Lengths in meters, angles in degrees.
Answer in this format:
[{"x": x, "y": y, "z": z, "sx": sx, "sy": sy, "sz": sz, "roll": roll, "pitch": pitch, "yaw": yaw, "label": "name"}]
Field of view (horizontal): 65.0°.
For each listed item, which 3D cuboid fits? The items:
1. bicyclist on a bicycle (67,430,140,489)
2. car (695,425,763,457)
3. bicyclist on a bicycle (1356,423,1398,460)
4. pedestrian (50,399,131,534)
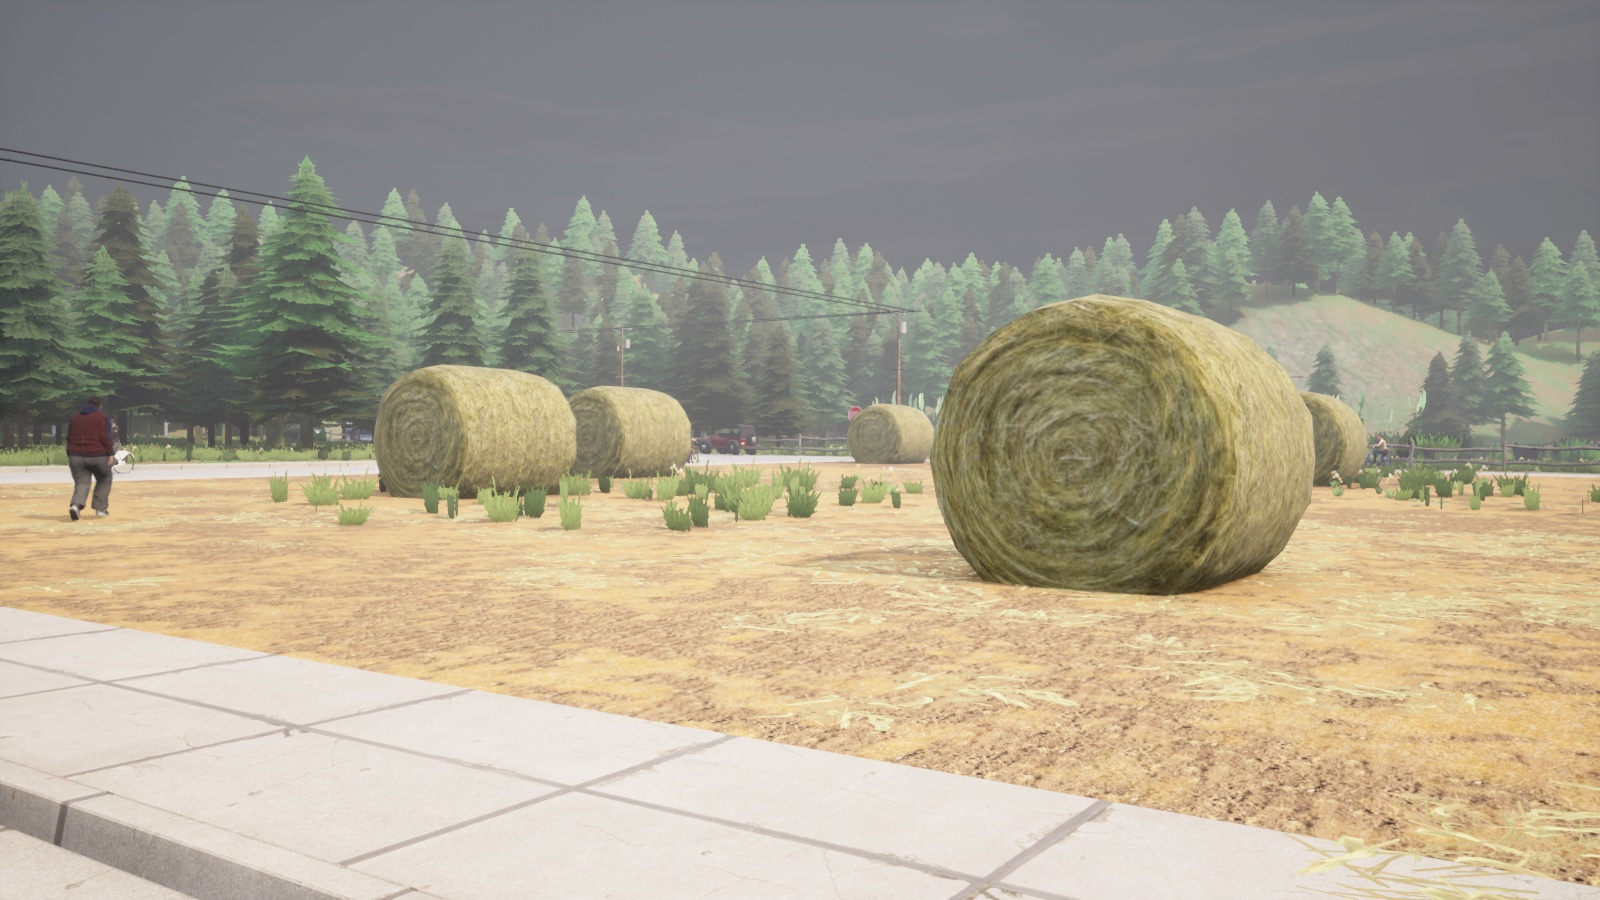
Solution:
[{"x": -21.509, "y": 0.277, "z": 38.810, "sx": 0.659, "sy": 1.776, "sz": 1.843, "roll": 0, "pitch": 1, "yaw": 35, "label": "bicyclist on a bicycle"}, {"x": -4.365, "y": -0.551, "z": 77.385, "sx": 3.866, "sy": 1.878, "sz": 1.905, "roll": 0, "pitch": 1, "yaw": 39, "label": "car"}, {"x": 25.136, "y": -0.366, "z": 54.702, "sx": 1.509, "sy": 1.612, "sz": 0.866, "roll": 0, "pitch": 1, "yaw": 38, "label": "bicyclist on a bicycle"}, {"x": -9.945, "y": 0.216, "z": 17.624, "sx": 0.634, "sy": 1.844, "sz": 0.899, "roll": -1, "pitch": 1, "yaw": -4, "label": "pedestrian"}]
